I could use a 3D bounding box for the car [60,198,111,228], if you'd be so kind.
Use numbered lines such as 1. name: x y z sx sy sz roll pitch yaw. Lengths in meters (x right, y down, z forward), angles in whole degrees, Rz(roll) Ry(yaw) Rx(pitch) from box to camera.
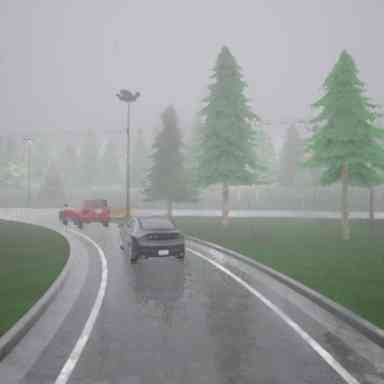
1. car: -7.882 1.464 24.379 2.150 2.045 5.566 0 0 -38

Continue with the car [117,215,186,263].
1. car: -1.633 1.631 12.623 1.837 1.490 4.892 0 0 -18
